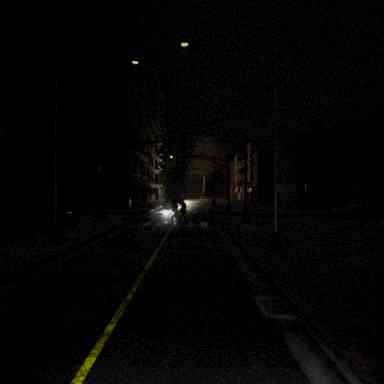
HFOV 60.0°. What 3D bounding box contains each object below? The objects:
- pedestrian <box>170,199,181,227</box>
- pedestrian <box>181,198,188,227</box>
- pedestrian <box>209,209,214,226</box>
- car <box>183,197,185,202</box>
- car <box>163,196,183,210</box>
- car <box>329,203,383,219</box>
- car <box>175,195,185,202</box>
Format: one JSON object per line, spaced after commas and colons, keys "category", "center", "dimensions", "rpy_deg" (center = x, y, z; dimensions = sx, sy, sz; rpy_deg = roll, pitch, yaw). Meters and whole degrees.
{"category": "pedestrian", "center": [-1.041, 1.280, 20.982], "dimensions": [0.375, 1.860, 0.375], "rpy_deg": [0, 0, 0]}
{"category": "pedestrian", "center": [-0.641, 1.279, 22.183], "dimensions": [0.375, 1.860, 0.375], "rpy_deg": [0, 0, 0]}
{"category": "pedestrian", "center": [1.300, 1.660, 21.570], "dimensions": [0.500, 1.100, 0.500], "rpy_deg": [0, 0, 0]}
{"category": "car", "center": [-2.619, 1.526, 55.651], "dimensions": [1.895, 1.301, 4.718], "rpy_deg": [0, 0, 0]}
{"category": "car", "center": [-2.677, 1.438, 42.649], "dimensions": [2.128, 1.511, 4.902], "rpy_deg": [0, 0, 0]}
{"category": "car", "center": [14.000, 1.575, 27.697], "dimensions": [4.829, 1.417, 1.752], "rpy_deg": [0, -1, 0]}
{"category": "car", "center": [-2.471, 1.457, 70.622], "dimensions": [1.994, 1.385, 4.181], "rpy_deg": [0, 0, 0]}
